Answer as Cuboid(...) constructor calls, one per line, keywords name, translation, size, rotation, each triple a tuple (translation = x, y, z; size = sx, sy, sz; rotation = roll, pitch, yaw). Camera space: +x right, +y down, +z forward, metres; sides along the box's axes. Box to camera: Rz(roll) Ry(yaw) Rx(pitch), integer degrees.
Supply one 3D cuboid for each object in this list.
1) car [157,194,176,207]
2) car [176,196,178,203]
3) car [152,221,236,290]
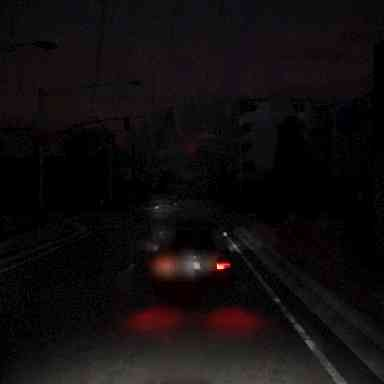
Cuboid(name="car", translation=(-3.665, 1.279, 45.691), size=(1.837, 1.490, 4.892), rotation=(0, 1, 0))
Cuboid(name="car", translation=(-3.650, 1.178, 61.337), size=(1.882, 1.535, 5.008), rotation=(0, 0, 0))
Cuboid(name="car", translation=(0.043, 1.502, 9.089), size=(2.033, 1.411, 5.357), rotation=(0, 0, 0))
